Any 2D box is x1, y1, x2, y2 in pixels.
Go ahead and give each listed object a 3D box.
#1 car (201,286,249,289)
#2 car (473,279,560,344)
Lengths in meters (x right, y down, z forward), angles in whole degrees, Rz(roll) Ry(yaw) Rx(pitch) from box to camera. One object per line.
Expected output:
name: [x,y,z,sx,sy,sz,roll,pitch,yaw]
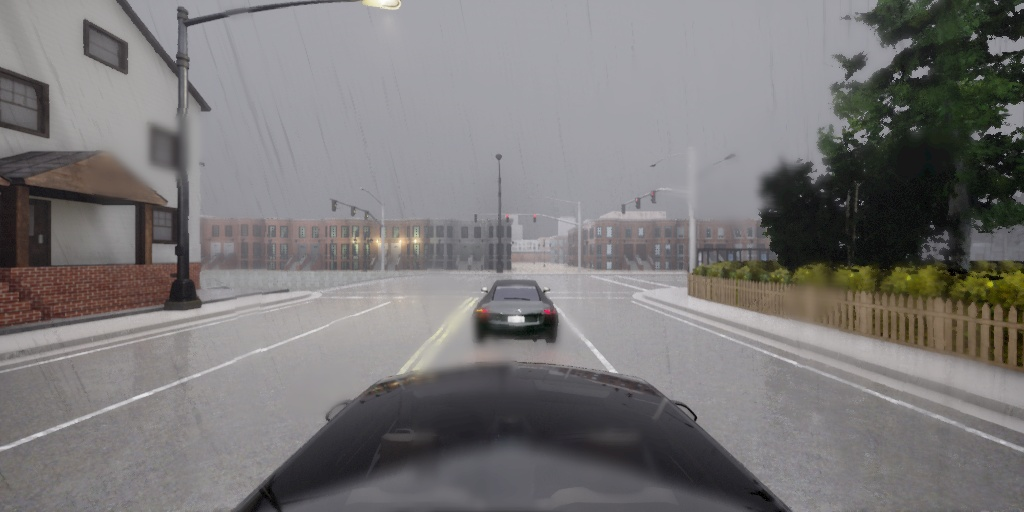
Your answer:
car: [-22.429,3.299,26.871,5.566,2.045,2.150,-13,1,-1]
car: [0.102,1.311,9.612,1.994,1.385,4.181,0,0,0]
